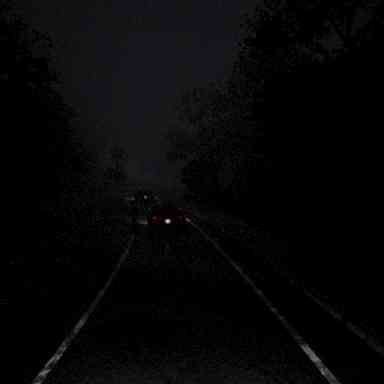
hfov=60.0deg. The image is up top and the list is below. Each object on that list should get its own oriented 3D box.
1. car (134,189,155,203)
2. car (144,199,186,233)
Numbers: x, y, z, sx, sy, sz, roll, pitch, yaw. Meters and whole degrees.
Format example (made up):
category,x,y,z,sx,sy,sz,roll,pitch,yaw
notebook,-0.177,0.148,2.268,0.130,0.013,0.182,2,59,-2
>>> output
category,x,y,z,sx,sy,sz,roll,pitch,yaw
car,-5.143,0.361,35.879,1.994,1.385,4.181,-1,5,-12
car,-1.491,1.354,18.509,1.994,1.385,4.181,-1,2,-8
